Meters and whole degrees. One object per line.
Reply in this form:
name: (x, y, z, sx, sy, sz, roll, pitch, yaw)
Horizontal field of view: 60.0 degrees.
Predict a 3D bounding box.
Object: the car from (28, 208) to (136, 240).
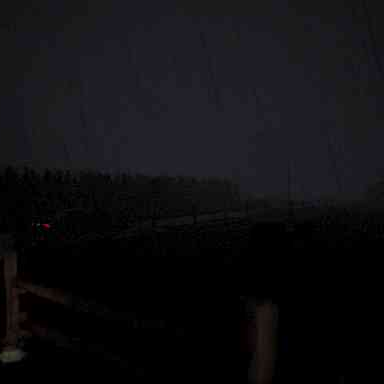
car: (-5.478, 1.546, 17.220, 2.033, 1.411, 5.357, 0, 0, 39)
